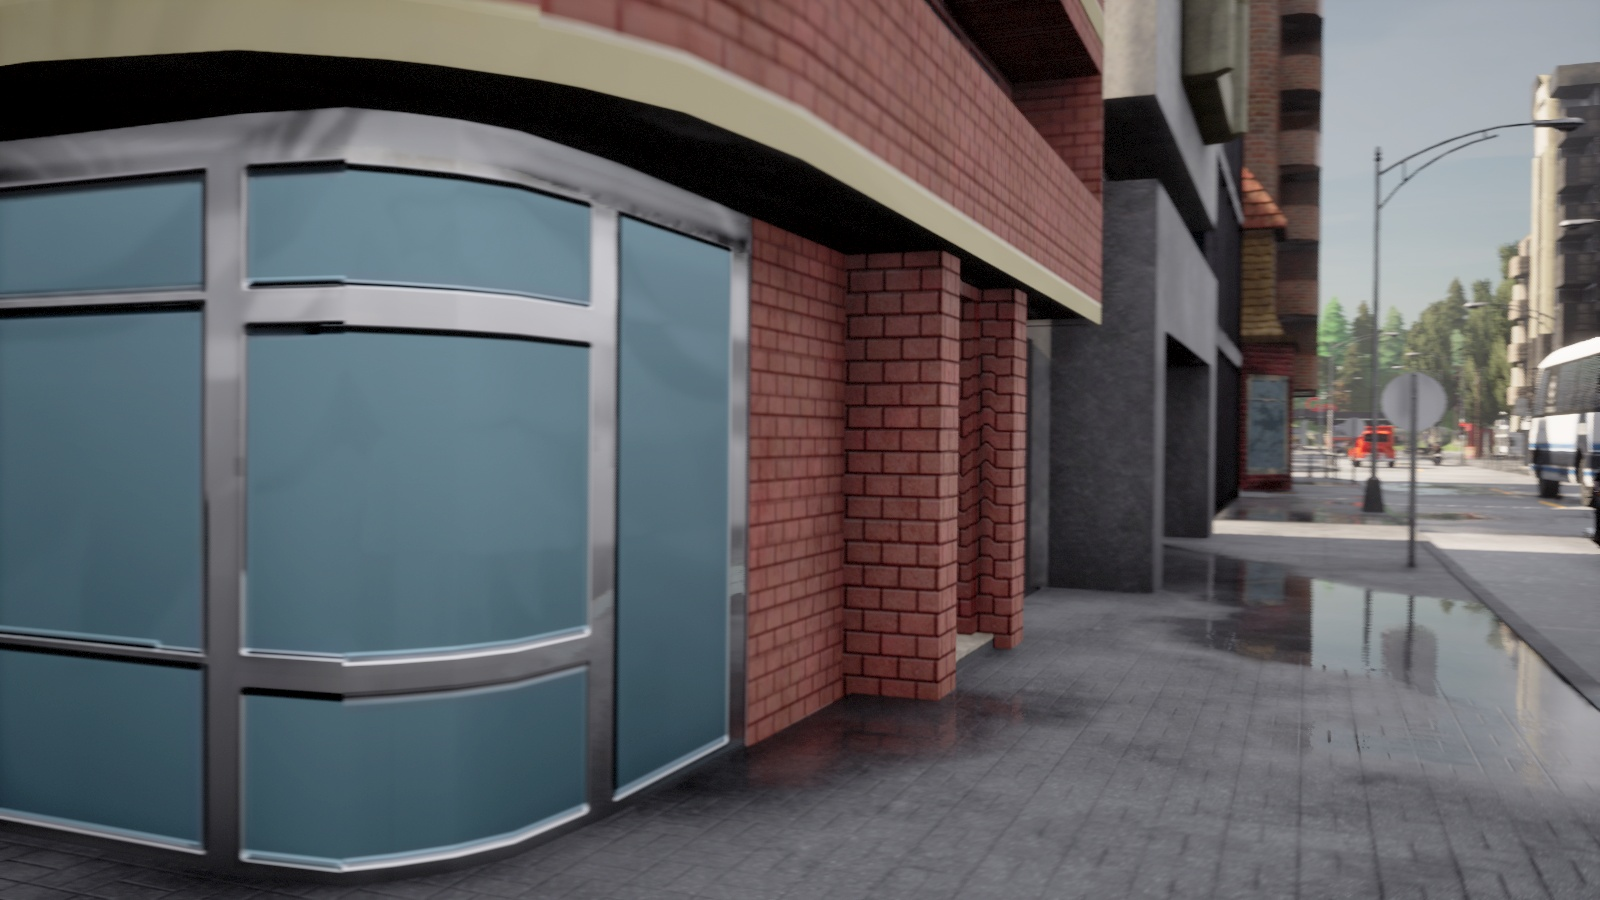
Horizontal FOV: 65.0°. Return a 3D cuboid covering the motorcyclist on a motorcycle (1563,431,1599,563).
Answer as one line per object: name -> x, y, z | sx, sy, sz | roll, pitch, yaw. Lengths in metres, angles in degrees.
motorcyclist on a motorcycle -> 10.211, 0.536, 15.621 | 0.866, 1.530, 2.191 | 0, 1, 22

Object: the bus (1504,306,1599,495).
bus -> 21.264, -1.197, 32.459 | 3.944, 4.253, 10.273 | 0, 1, 21

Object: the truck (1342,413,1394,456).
truck -> 34.198, -0.944, 75.727 | 2.627, 2.467, 5.204 | 0, 1, 22
